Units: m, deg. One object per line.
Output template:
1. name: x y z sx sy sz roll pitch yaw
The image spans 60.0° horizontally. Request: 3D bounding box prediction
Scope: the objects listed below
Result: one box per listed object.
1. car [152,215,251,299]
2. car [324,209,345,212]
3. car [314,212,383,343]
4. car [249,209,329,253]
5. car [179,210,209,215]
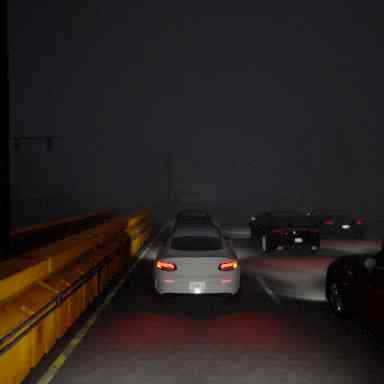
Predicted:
1. car: 0.093 1.526 8.304 1.812 1.442 4.674 0 0 0
2. car: 7.085 1.564 17.315 1.994 1.385 4.181 0 0 0
3. car: 3.593 1.352 4.528 2.097 1.767 4.553 0 0 0
4. car: 3.589 1.478 13.700 1.882 1.535 5.008 0 0 0
5. car: 0.086 1.601 17.426 1.895 1.301 4.718 0 0 0
